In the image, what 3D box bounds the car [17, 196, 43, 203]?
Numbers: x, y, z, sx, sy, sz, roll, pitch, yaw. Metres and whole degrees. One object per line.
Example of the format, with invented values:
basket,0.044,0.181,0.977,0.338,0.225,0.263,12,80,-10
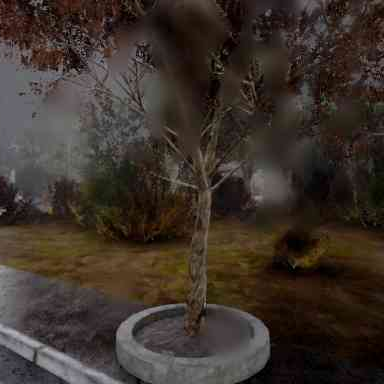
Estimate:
car,-22.295,1.217,44.448,2.033,1.411,5.357,1,0,32
